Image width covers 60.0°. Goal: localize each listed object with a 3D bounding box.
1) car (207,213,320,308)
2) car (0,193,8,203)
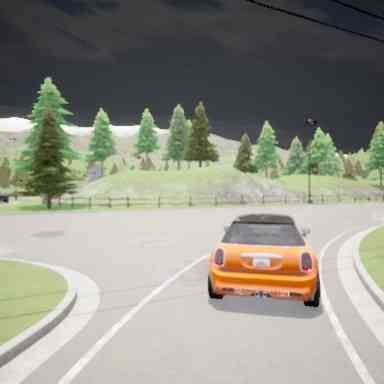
[{"bbox_3d":[1.774,1.275,8.104,2.097,1.767,4.553,0,1,14],"label":"car"},{"bbox_3d":[-31.286,0.978,54.299,1.837,1.490,4.892,2,-1,-36],"label":"car"}]
